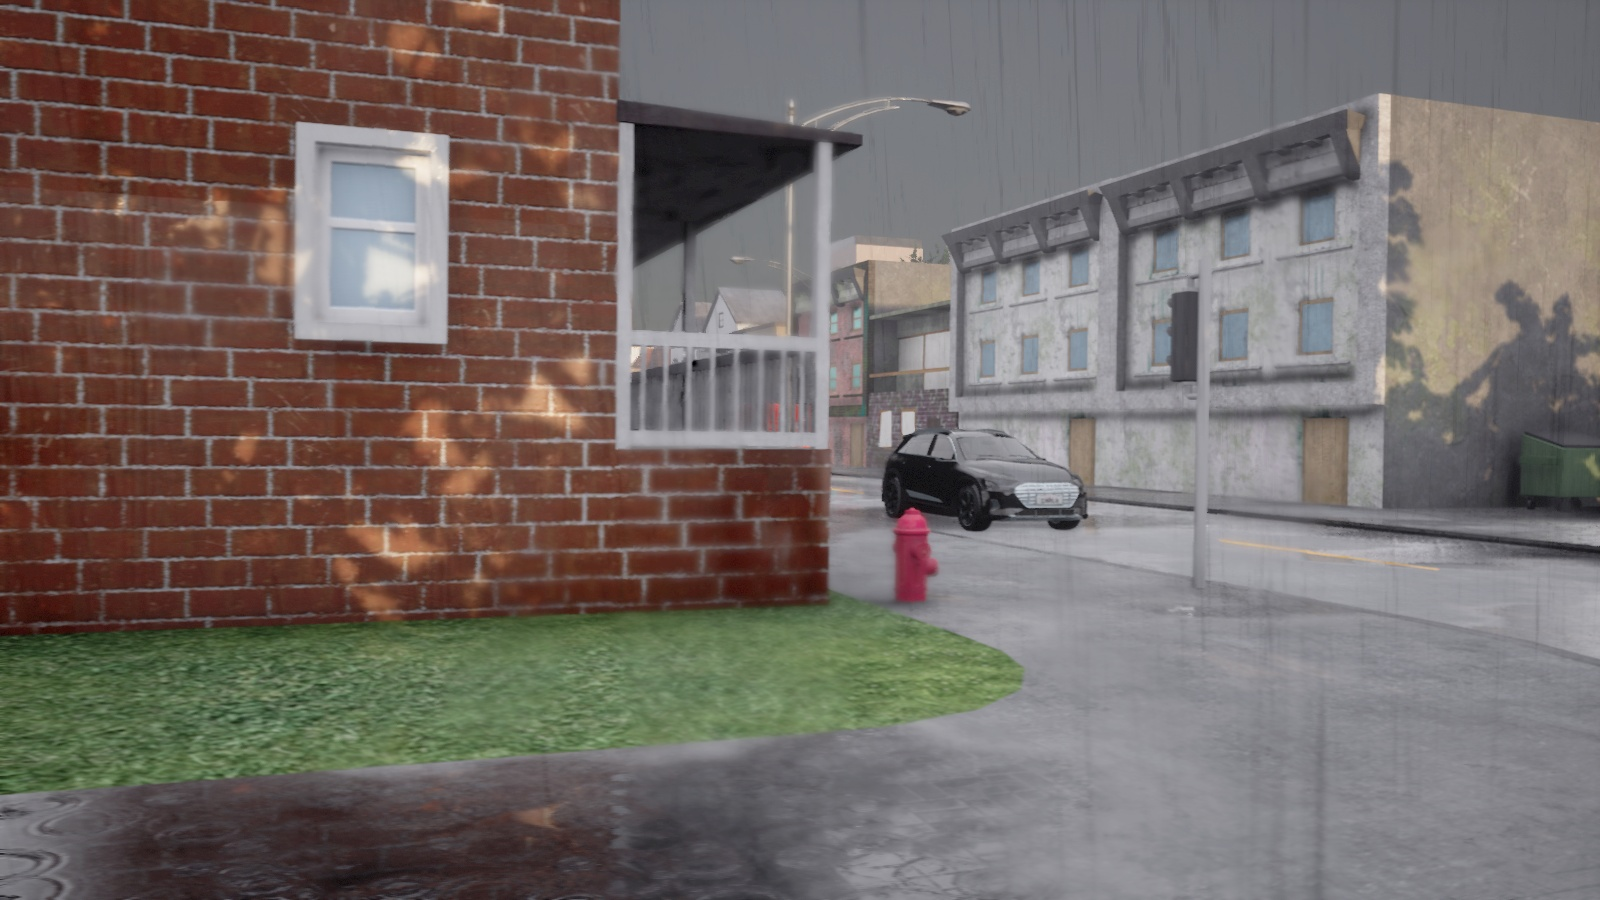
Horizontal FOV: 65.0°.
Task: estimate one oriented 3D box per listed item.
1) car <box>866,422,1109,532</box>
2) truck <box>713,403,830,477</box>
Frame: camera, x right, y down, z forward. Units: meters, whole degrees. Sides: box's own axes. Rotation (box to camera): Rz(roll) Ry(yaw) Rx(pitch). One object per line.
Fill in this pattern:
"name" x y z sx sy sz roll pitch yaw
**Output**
"car" 3.021 0.371 21.499 2.033 1.649 4.856 -1 1 -20
"truck" -1.110 -0.369 44.575 2.627 2.467 5.204 -1 1 -20
